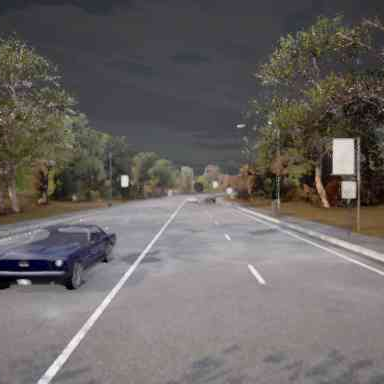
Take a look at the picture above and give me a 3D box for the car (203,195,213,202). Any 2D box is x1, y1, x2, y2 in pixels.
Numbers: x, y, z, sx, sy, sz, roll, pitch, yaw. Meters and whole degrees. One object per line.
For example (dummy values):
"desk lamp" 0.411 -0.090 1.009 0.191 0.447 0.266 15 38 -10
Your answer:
"car" 3.504 1.410 72.760 1.895 1.301 4.718 0 0 0

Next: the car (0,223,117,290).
"car" -3.527 1.594 9.225 1.895 1.301 4.718 0 0 1

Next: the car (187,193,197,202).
"car" 0.005 1.180 72.703 2.097 1.767 4.553 0 0 0

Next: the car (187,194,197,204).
"car" 0.004 1.520 62.757 1.895 1.301 4.718 0 0 0

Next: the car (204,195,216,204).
"car" 3.504 1.426 62.318 1.837 1.490 4.892 0 0 0
